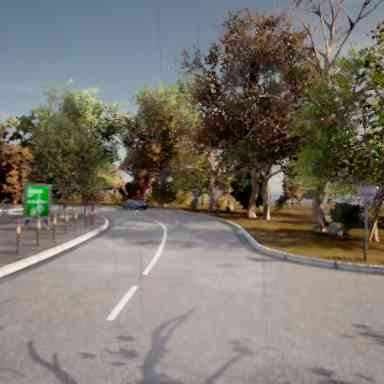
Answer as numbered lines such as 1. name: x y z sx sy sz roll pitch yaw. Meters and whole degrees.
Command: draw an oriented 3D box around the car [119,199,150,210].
1. car: -7.720 1.622 44.418 2.033 1.411 5.357 1 0 -41
